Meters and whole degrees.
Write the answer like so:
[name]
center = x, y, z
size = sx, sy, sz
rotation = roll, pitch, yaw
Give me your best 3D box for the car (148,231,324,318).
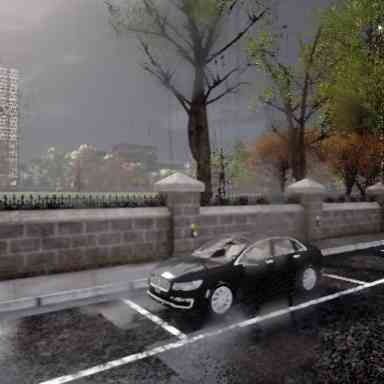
[car]
center = 1.152, 1.585, 7.386
size = 4.403, 1.369, 2.008
rotation = 0, 0, -36
